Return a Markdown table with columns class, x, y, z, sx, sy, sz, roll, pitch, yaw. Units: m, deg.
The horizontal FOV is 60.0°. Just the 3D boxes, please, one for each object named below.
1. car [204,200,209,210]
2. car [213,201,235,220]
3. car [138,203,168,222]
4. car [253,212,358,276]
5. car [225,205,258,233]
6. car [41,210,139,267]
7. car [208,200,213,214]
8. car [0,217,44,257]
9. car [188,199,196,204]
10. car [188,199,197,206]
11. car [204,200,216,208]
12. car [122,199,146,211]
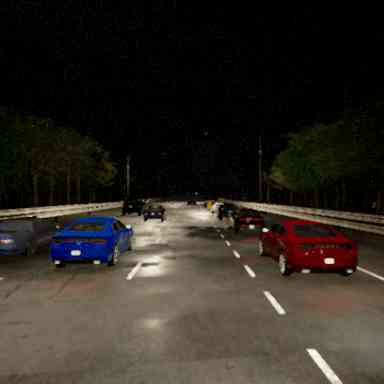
| class | x | y | z | sx | sy | sz | roll | pitch | yaw |
| --- | --- | --- | --- | --- | --- | --- | --- | --- | --- |
| car | 3.503 | 2.244 | 54.941 | 1.882 | 1.535 | 5.008 | 0 | -1 | 0 |
| car | 3.503 | 1.902 | 32.945 | 2.033 | 1.649 | 4.856 | 0 | -1 | 0 |
| car | -3.398 | 1.999 | 31.412 | 2.033 | 1.411 | 5.357 | 0 | -1 | 0 |
| car | 3.501 | 1.642 | 10.947 | 1.882 | 1.535 | 5.008 | 0 | -1 | 0 |
| car | 3.502 | 1.825 | 21.946 | 1.837 | 1.490 | 4.892 | 0 | -1 | 0 |
| car | -3.398 | 1.661 | 12.201 | 1.882 | 1.535 | 5.008 | 0 | -1 | 0 |
| car | 3.503 | 2.147 | 43.943 | 1.812 | 1.442 | 4.674 | 0 | -1 | 0 |
| car | -6.899 | 1.753 | 13.746 | 2.033 | 1.411 | 5.357 | 0 | -1 | 0 |
| car | 0.005 | 2.596 | 92.478 | 2.033 | 1.411 | 5.357 | 0 | 0 | 0 |
| car | 0.005 | 2.318 | 74.375 | 1.812 | 1.442 | 4.674 | 0 | 0 | 0 |
| car | 3.504 | 2.384 | 65.968 | 2.163 | 1.488 | 4.792 | 0 | 0 | 0 |
| car | -6.898 | 1.791 | 39.987 | 2.150 | 2.045 | 5.566 | 0 | -1 | 0 |
